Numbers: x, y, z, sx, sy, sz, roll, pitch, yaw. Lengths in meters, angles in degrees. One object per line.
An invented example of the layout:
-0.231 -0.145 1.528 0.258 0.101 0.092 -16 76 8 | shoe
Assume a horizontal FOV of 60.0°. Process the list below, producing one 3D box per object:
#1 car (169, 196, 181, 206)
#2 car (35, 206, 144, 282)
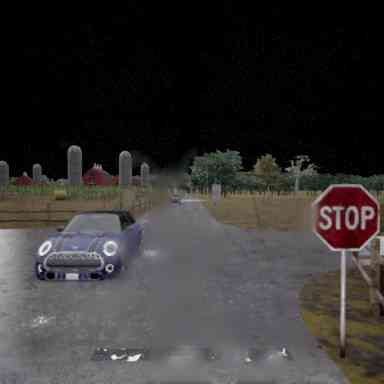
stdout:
-2.779 1.452 55.472 2.033 1.411 5.357 0 0 0 | car
-2.745 1.354 9.885 2.097 1.767 4.553 0 0 0 | car
